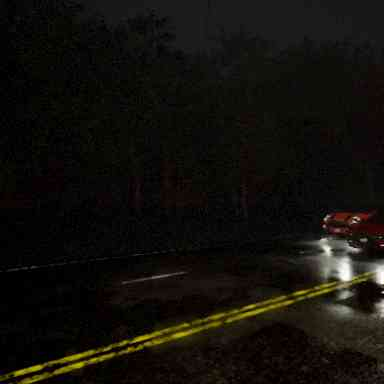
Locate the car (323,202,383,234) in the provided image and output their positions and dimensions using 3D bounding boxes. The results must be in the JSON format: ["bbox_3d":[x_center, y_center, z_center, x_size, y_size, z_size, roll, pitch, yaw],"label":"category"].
[{"bbox_3d":[9.259,1.391,18.369,4.553,1.767,2.097,0,0,-36],"label":"car"}]

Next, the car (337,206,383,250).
[{"bbox_3d":[8.346,1.504,13.708,5.008,1.535,1.882,0,0,-36],"label":"car"}]
